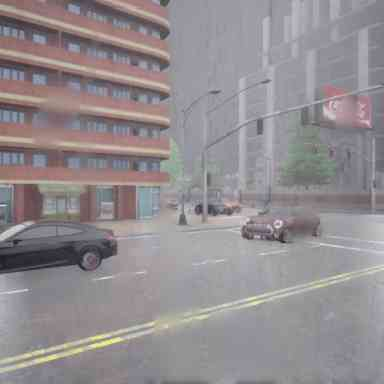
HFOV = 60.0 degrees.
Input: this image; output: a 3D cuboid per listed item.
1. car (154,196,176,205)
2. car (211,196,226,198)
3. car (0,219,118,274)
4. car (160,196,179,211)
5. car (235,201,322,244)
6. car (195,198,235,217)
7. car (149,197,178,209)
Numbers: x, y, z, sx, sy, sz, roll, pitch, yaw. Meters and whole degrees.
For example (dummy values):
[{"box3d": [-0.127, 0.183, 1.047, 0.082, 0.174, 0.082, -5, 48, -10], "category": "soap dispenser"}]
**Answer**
[{"box3d": [-4.973, 1.526, 60.647, 1.812, 1.442, 4.674, 0, 0, -35], "category": "car"}, {"box3d": [3.341, 1.352, 36.246, 2.097, 1.767, 4.553, 0, 0, -35], "category": "car"}, {"box3d": [-4.432, 1.526, 9.406, 4.674, 1.442, 1.812, 0, 0, -34], "category": "car"}, {"box3d": [-3.463, 1.354, 39.851, 2.097, 1.767, 4.553, 0, 0, -35], "category": "car"}, {"box3d": [4.377, 1.352, 15.923, 2.097, 1.767, 4.553, 0, 0, 44], "category": "car"}, {"box3d": [2.049, 1.564, 31.986, 1.994, 1.385, 4.181, 0, 0, -35], "category": "car"}, {"box3d": [-4.060, 1.500, 46.804, 1.837, 1.490, 4.892, 0, 1, -35], "category": "car"}]
